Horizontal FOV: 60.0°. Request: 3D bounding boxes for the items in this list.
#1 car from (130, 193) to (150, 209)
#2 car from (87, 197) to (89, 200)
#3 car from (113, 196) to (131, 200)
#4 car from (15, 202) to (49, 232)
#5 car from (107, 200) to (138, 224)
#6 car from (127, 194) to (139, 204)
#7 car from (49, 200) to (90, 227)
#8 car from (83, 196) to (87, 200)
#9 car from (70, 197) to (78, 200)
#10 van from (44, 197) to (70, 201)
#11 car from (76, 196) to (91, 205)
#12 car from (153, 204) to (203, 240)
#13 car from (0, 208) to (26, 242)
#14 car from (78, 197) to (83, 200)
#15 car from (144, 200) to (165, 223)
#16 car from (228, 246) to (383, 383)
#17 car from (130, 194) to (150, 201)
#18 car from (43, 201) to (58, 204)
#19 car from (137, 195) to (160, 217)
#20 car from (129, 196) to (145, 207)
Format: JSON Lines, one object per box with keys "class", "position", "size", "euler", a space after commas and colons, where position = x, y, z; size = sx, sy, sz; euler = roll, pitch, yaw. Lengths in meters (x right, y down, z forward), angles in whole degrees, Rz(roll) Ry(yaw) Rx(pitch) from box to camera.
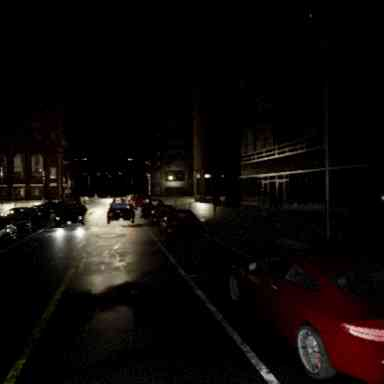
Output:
{"class": "car", "position": [-6.916, 1.118, 43.695], "size": [2.192, 1.841, 5.009], "euler": [-1, 0, -13]}
{"class": "car", "position": [-17.736, 1.501, 52.779], "size": [1.947, 1.339, 4.313], "euler": [-1, 0, -13]}
{"class": "car", "position": [-8.061, 1.420, 36.566], "size": [2.033, 1.411, 5.357], "euler": [-1, 0, -12]}
{"class": "car", "position": [-10.184, 1.580, 19.813], "size": [2.008, 1.369, 4.403], "euler": [-1, 0, -13]}
{"class": "car", "position": [-5.145, 1.511, 24.004], "size": [1.895, 1.301, 4.718], "euler": [-1, 0, -13]}
{"class": "car", "position": [-10.689, 1.202, 60.177], "size": [1.967, 1.590, 4.097], "euler": [-1, 0, -13]}
{"class": "car", "position": [-8.186, 1.517, 23.170], "size": [2.033, 1.411, 5.357], "euler": [-1, 0, -13]}
{"class": "car", "position": [-16.477, 1.515, 47.285], "size": [1.947, 1.339, 4.313], "euler": [-1, 0, -13]}
{"class": "car", "position": [-13.923, 1.504, 36.131], "size": [1.752, 1.417, 4.829], "euler": [-1, 0, -13]}
{"class": "van", "position": [-12.706, 1.336, 30.801], "size": [1.690, 1.788, 3.998], "euler": [-1, 0, -13]}
{"class": "car", "position": [-18.995, 1.473, 58.274], "size": [2.008, 1.369, 4.403], "euler": [-1, 0, -13]}
{"class": "car", "position": [-0.617, 1.469, 16.228], "size": [1.802, 1.307, 4.206], "euler": [-1, 0, -13]}
{"class": "car", "position": [-8.925, 1.613, 14.320], "size": [1.947, 1.339, 4.313], "euler": [-1, 0, -13]}
{"class": "car", "position": [-15.218, 1.545, 41.791], "size": [1.802, 1.307, 4.206], "euler": [-1, 0, -13]}
{"class": "car", "position": [-1.876, 1.451, 21.722], "size": [1.802, 1.307, 4.206], "euler": [-1, 0, -13]}
{"class": "car", "position": [1.900, 1.508, 5.240], "size": [1.802, 1.307, 4.206], "euler": [-1, 0, -13]}
{"class": "car", "position": [-5.658, 1.134, 38.200], "size": [2.192, 1.841, 5.009], "euler": [-1, 0, -13]}
{"class": "car", "position": [-11.442, 1.593, 25.309], "size": [1.802, 1.307, 4.206], "euler": [-1, 0, -13]}
{"class": "car", "position": [-3.138, 1.291, 27.215], "size": [1.967, 1.590, 4.097], "euler": [-1, 0, -13]}
{"class": "car", "position": [-8.169, 1.355, 49.190], "size": [1.947, 1.339, 4.313], "euler": [-1, 0, -13]}
